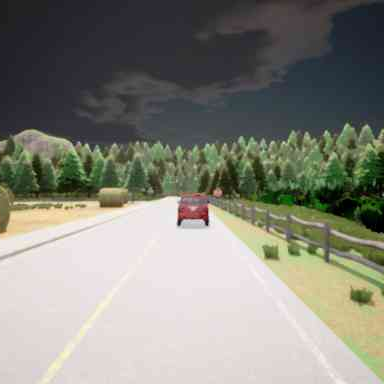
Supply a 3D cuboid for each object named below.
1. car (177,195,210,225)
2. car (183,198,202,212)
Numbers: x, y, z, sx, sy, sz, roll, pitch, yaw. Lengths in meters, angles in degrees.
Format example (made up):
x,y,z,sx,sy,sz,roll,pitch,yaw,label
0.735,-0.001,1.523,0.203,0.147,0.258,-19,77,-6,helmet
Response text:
x,y,z,sx,sy,sz,roll,pitch,yaw,label
0.076,1.203,23.710,2.150,2.045,5.566,0,0,0,car
0.082,1.462,39.354,2.128,1.511,4.902,0,0,0,car
